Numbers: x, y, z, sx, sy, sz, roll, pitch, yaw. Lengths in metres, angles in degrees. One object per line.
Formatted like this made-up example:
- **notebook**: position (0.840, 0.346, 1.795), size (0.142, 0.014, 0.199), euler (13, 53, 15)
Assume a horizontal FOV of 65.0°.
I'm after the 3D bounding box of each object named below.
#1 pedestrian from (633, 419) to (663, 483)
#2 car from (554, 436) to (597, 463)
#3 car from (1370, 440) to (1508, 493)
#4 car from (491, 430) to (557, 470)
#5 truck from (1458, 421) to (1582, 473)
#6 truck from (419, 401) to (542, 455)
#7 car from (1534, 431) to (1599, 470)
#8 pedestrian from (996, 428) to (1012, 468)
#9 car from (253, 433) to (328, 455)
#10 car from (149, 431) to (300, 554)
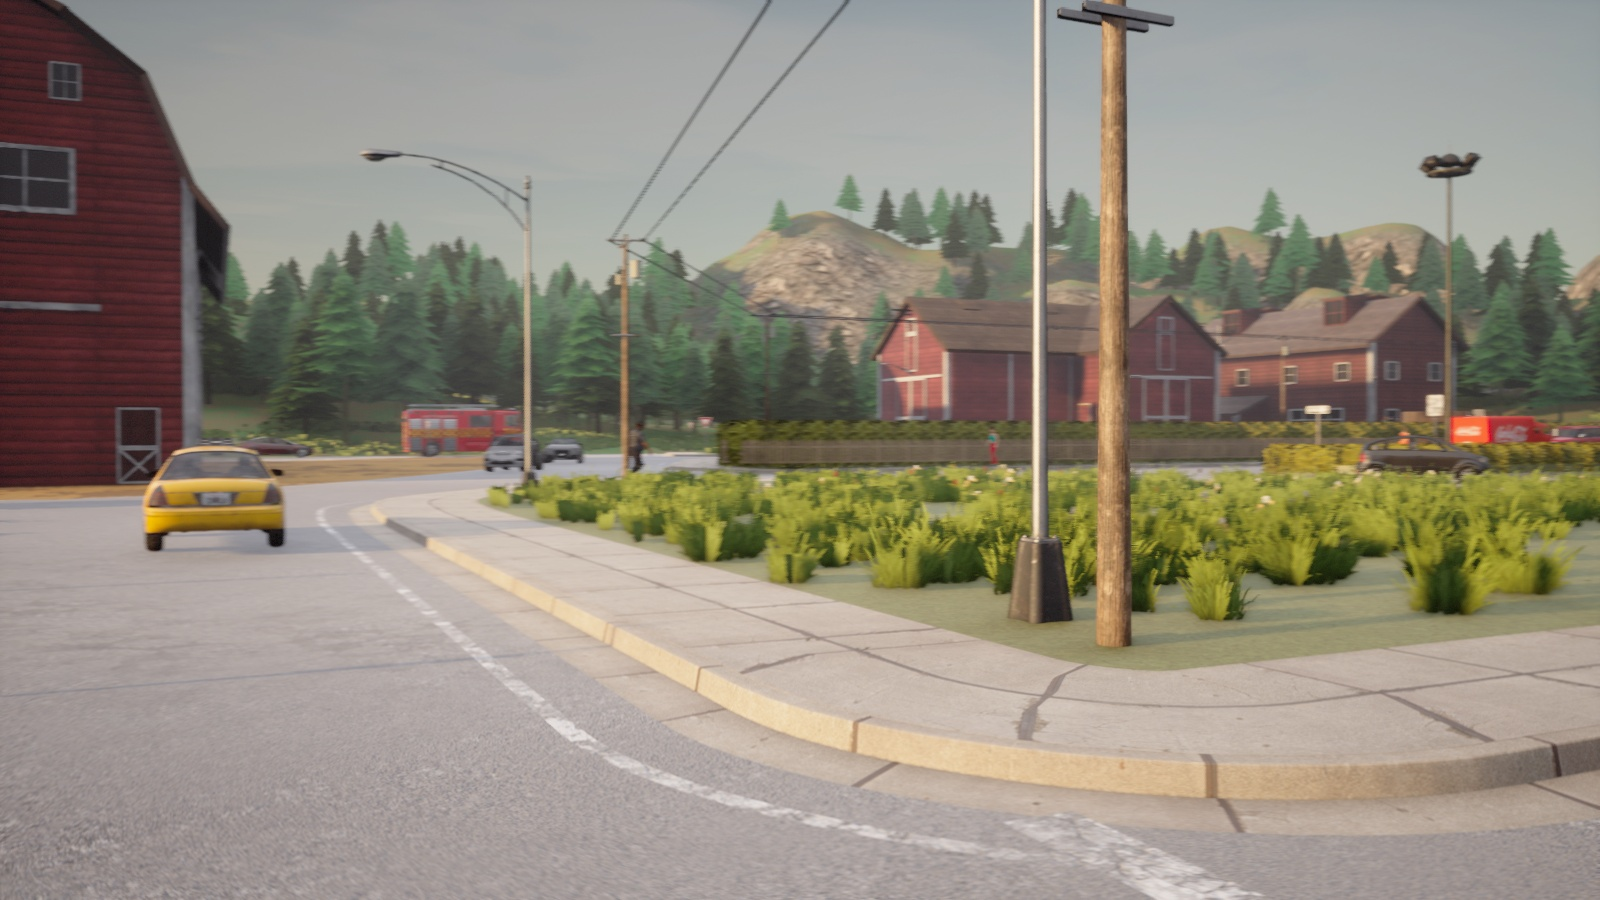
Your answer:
- **pedestrian**: position (-4.395, 0.023, 36.332), size (0.694, 1.848, 0.540), euler (0, 1, -34)
- **car**: position (-12.058, -0.067, 67.591), size (1.994, 1.385, 4.181), euler (0, 1, -6)
- **car**: position (19.665, 0.478, 38.740), size (3.705, 1.549, 1.789), euler (1, 1, 28)
- **car**: position (-11.770, -0.029, 53.785), size (1.851, 1.617, 3.988), euler (0, 1, 2)
- **truck**: position (35.074, -0.161, 61.190), size (5.204, 2.467, 2.627), euler (0, 1, -24)
- **truck**: position (-23.527, -1.609, 92.600), size (8.468, 3.827, 2.891), euler (0, 1, -24)
- **car**: position (42.994, 0.003, 68.596), size (5.566, 2.045, 2.150), euler (0, 1, -24)
- **pedestrian**: position (9.307, -0.101, 57.295), size (0.594, 1.836, 0.345), euler (0, 1, -27)
- **car**: position (-35.452, -0.447, 87.417), size (4.792, 1.488, 2.163), euler (0, 1, -24)
- **car**: position (-8.625, 0.518, 18.898), size (1.801, 1.575, 5.366), euler (0, 1, -24)
